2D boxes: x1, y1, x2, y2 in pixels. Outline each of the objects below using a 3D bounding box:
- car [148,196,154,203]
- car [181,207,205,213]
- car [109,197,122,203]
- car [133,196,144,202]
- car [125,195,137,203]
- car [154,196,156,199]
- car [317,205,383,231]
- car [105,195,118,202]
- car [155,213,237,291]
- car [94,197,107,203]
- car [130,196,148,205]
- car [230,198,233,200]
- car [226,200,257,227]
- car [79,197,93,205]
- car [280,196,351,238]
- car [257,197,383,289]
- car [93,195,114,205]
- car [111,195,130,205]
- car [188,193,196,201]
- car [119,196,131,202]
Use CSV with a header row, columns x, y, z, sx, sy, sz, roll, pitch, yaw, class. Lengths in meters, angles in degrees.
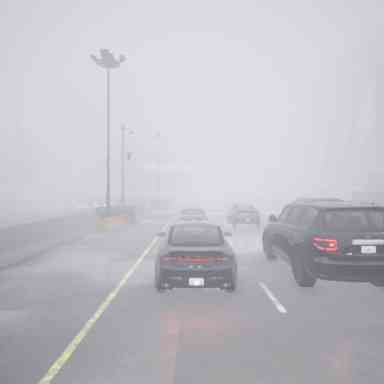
x,y,z,sx,sy,sz,roll,pitch,yaw,class
-10.519,1.750,76.761,1.882,1.535,5.008,0,0,0,car
0.066,1.645,20.744,2.033,1.411,5.357,0,0,0,car
-17.523,1.828,76.273,1.994,1.385,4.181,0,0,0,car
-13.953,1.719,87.019,1.837,1.490,4.892,0,0,0,car
-14.020,1.629,76.621,2.097,1.767,4.553,0,0,0,car
-10.452,1.695,87.191,1.882,1.535,5.008,0,0,0,car
10.567,1.654,22.649,2.033,1.411,5.357,0,0,0,car
-20.955,1.577,86.815,2.097,1.767,4.553,0,0,0,car
0.085,1.549,9.102,1.837,1.490,4.892,0,0,0,car
-21.021,1.827,76.516,1.994,1.385,4.181,0,0,0,car
-10.583,1.797,66.358,1.812,1.442,4.674,0,0,0,car
7.005,1.829,48.752,1.895,1.301,4.718,0,0,11,car
3.564,1.603,23.609,2.128,1.511,4.902,0,0,0,car
-21.081,1.766,66.656,1.882,1.535,5.008,0,0,0,car
7.067,1.317,19.797,2.150,2.045,5.566,0,0,0,car
3.584,1.268,9.454,2.150,2.045,5.566,0,0,0,car
-17.583,1.624,66.413,2.097,1.767,4.553,0,0,0,car
-14.083,1.836,66.370,1.994,1.385,4.181,0,0,0,car
0.100,1.364,95.301,2.150,2.045,5.566,0,1,0,car
-17.456,1.762,86.632,2.033,1.411,5.357,0,0,0,car
